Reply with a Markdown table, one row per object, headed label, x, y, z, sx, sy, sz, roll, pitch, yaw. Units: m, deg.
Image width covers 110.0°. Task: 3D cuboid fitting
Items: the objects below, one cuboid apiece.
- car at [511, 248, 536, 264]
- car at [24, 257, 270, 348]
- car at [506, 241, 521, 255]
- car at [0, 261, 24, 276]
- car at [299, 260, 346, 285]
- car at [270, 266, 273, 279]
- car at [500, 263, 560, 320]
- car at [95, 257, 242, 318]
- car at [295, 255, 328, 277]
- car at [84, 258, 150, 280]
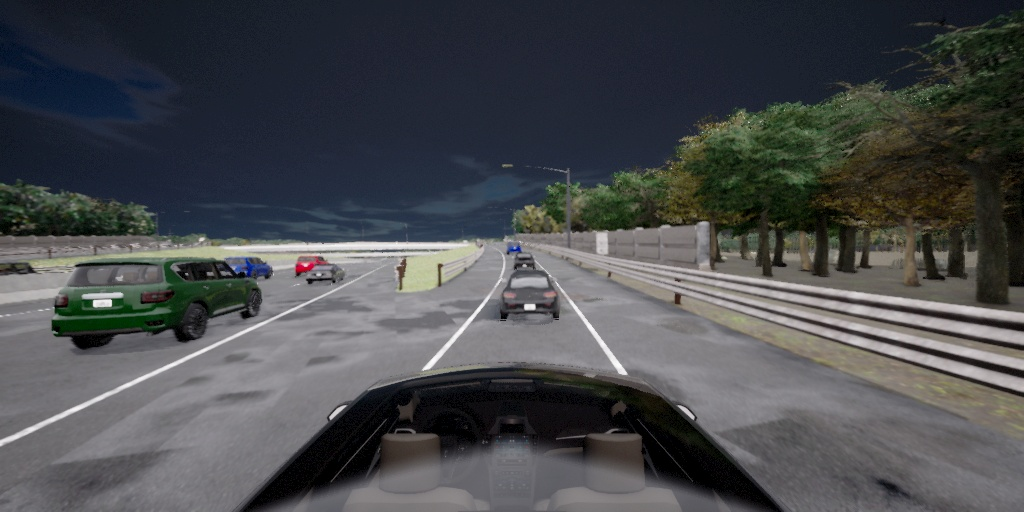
| label | x | y | z | sx | sy | sz | roll | pitch | yaw |
| --- | --- | --- | --- | --- | --- | --- | --- | --- | --- |
| car | 1.038 | 0.405 | 31.843 | 1.837 | 1.490 | 4.892 | -1 | 3 | 0 |
| car | -9.119 | 1.056 | 9.938 | 2.150 | 2.045 | 5.566 | -1 | 0 | -16 |
| car | 0.259 | -1.299 | 55.877 | 2.150 | 2.045 | 5.566 | -1 | 4 | -3 |
| car | -30.237 | 1.371 | 20.110 | 2.150 | 2.045 | 5.566 | -1 | 1 | -16 |
| car | -13.850 | 1.300 | 26.854 | 2.033 | 1.411 | 5.357 | -1 | 1 | -16 |
| car | -21.765 | 1.080 | 29.456 | 2.150 | 2.045 | 5.566 | -1 | 1 | -16 |
| car | 0.591 | 1.200 | 12.304 | 1.812 | 1.442 | 4.674 | -1 | 1 | 2 |
| car | -14.186 | 1.114 | 15.445 | 2.150 | 2.045 | 5.566 | -1 | 1 | -16 |
| car | -20.001 | 0.950 | 36.056 | 2.150 | 2.045 | 5.566 | -1 | 1 | -16 |
| car | -42.825 | 1.328 | 39.102 | 2.150 | 2.045 | 5.566 | -1 | 0 | -16 |
